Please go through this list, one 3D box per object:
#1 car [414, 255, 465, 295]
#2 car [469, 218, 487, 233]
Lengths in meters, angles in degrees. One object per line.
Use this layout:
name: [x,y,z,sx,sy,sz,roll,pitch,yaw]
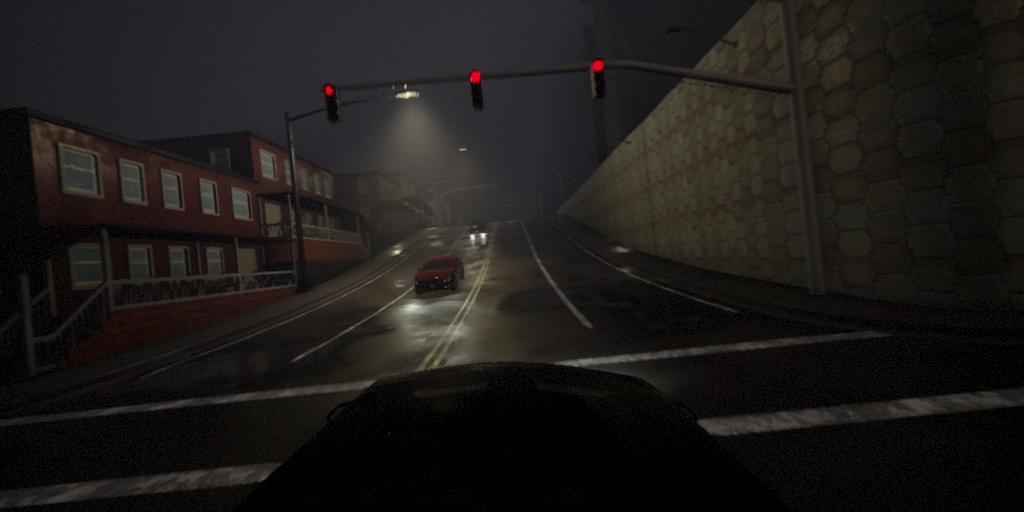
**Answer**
car: [-3.585,0.778,18.276,1.882,1.535,5.008,-6,7,0]
car: [-3.960,-3.694,42.454,2.033,1.411,5.357,-6,12,1]
